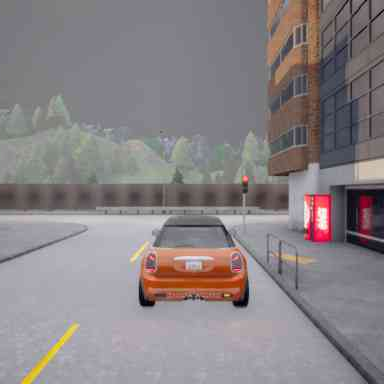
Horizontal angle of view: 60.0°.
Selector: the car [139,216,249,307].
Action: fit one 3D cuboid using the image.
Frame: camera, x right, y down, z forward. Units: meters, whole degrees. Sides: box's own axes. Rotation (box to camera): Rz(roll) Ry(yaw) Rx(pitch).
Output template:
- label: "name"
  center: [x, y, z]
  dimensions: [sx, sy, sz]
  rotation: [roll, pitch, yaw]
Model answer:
- label: "car"
  center: [0.045, 1.351, 8.155]
  dimensions: [2.097, 1.767, 4.553]
  rotation: [0, 0, 0]
